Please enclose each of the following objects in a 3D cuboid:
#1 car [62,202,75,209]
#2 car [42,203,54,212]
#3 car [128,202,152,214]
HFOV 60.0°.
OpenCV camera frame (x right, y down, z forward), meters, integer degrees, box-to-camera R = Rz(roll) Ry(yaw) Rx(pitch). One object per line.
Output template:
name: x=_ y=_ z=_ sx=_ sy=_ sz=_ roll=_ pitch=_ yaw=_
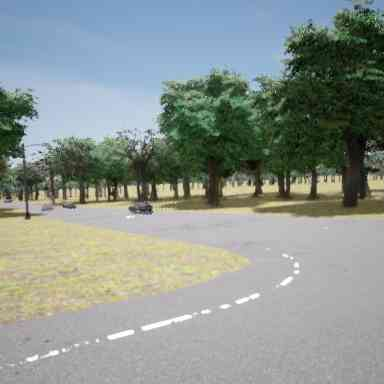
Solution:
car: x=-27.911 y=3.019 z=74.932 sx=2.128 sy=1.511 sz=4.902 roll=-4 pitch=1 yaw=-36
car: x=-29.495 y=3.058 z=68.005 sx=2.097 sy=1.767 sz=4.553 roll=-4 pitch=1 yaw=-28
car: x=-7.238 y=2.214 z=46.041 sx=1.837 sy=1.490 sz=4.892 roll=-4 pitch=1 yaw=-36
